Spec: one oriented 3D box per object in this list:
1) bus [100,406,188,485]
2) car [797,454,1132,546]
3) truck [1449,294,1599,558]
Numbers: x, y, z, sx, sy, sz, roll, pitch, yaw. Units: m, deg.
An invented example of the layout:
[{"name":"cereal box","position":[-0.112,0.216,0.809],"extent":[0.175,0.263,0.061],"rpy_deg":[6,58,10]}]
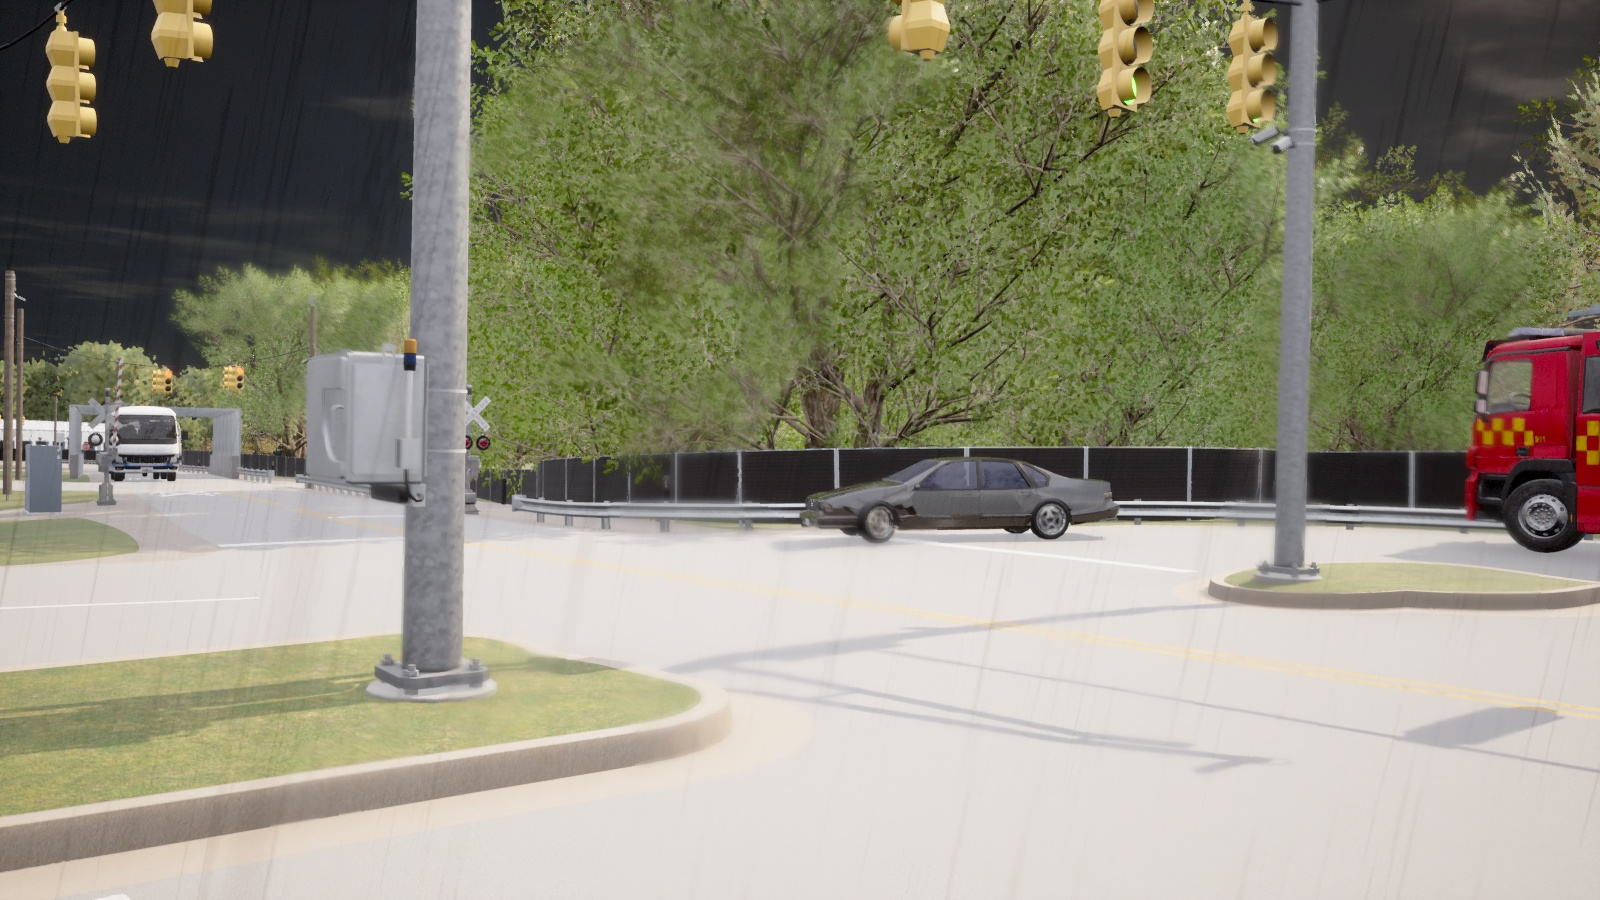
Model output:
[{"name":"bus","position":[-38.120,-0.189,72.776],"extent":[3.944,4.253,10.273],"rpy_deg":[0,-1,-31]},{"name":"car","position":[2.766,0.806,21.675],"extent":[5.357,1.411,2.033],"rpy_deg":[-1,0,-11]},{"name":"truck","position":[13.219,-0.340,17.421],"extent":[2.891,3.827,8.468],"rpy_deg":[0,1,-10]}]
